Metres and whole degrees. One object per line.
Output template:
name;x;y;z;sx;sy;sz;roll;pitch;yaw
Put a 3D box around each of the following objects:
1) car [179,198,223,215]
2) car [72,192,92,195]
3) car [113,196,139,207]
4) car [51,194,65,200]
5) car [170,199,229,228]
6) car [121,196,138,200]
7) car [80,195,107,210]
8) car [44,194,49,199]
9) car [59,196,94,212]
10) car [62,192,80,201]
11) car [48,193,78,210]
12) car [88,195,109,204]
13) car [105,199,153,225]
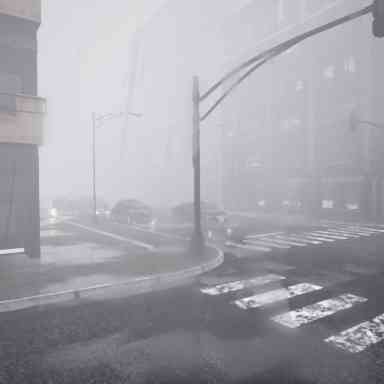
car;0.756;1.360;31.846;1.887;1.381;4.507;-1;1;-35
car;-16.921;1.094;52.662;2.097;1.767;4.553;-1;1;-35
car;-9.121;1.266;45.945;1.752;1.417;4.829;-1;1;-35
car;-31.649;1.125;78.522;2.008;1.369;4.403;-1;1;-35
car;0.387;1.434;22.010;2.128;1.511;4.902;-1;1;-35
car;-5.494;1.374;30.519;1.882;1.535;5.008;-1;1;-35
car;-11.492;1.397;39.205;2.033;1.411;5.357;-1;1;-35
car;-34.977;1.076;83.335;1.752;1.417;4.829;-1;1;-35
car;-12.682;1.449;36.364;2.008;1.369;4.403;-1;1;-35
car;-25.186;0.936;69.171;2.192;1.841;5.009;-1;1;-35
car;-15.914;1.313;41.037;1.967;1.590;4.097;-1;1;-35
car;-15.585;1.217;55.292;1.752;1.417;4.829;-1;1;-35
car;-4.421;1.509;24.191;1.887;1.381;4.507;-1;1;-35
